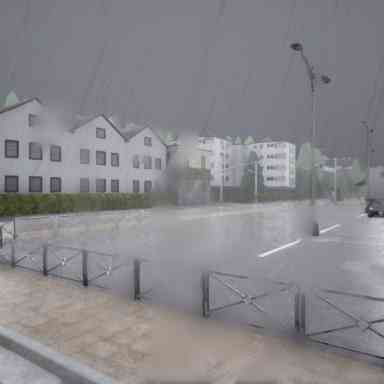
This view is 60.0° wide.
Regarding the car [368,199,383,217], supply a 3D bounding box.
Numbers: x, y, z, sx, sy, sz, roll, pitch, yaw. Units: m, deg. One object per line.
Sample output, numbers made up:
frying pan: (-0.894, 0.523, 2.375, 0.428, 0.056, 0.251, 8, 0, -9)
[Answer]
car: (15.454, 1.298, 26.789, 2.007, 1.523, 4.514, 0, 0, 35)
